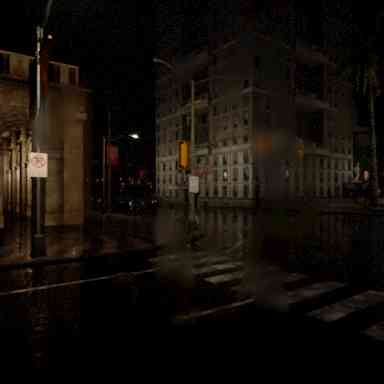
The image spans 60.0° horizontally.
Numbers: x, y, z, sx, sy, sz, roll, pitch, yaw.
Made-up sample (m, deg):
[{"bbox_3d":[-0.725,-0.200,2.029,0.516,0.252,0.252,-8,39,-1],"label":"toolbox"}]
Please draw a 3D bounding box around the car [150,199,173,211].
[{"bbox_3d":[-4.001,1.558,40.323,1.994,1.385,4.181,0,0,-36],"label":"car"}]

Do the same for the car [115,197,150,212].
[{"bbox_3d":[-7.263,1.348,38.864,2.097,1.767,4.553,0,0,-36],"label":"car"}]

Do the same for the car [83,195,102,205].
[{"bbox_3d":[-17.812,1.346,59.554,2.097,1.767,4.553,0,0,-36],"label":"car"}]
